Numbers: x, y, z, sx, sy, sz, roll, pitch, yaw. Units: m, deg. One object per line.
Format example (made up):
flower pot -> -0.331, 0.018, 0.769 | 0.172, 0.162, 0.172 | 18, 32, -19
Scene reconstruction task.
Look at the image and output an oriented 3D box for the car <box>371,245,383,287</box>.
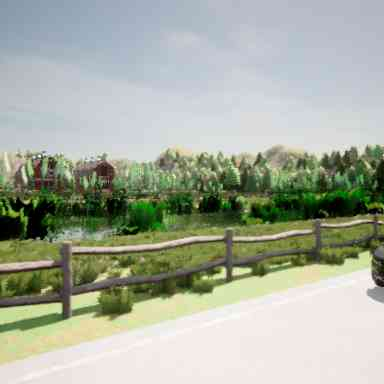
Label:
car -> 6.316, 1.475, 8.151 | 5.008, 1.535, 1.882 | 0, 0, -36
